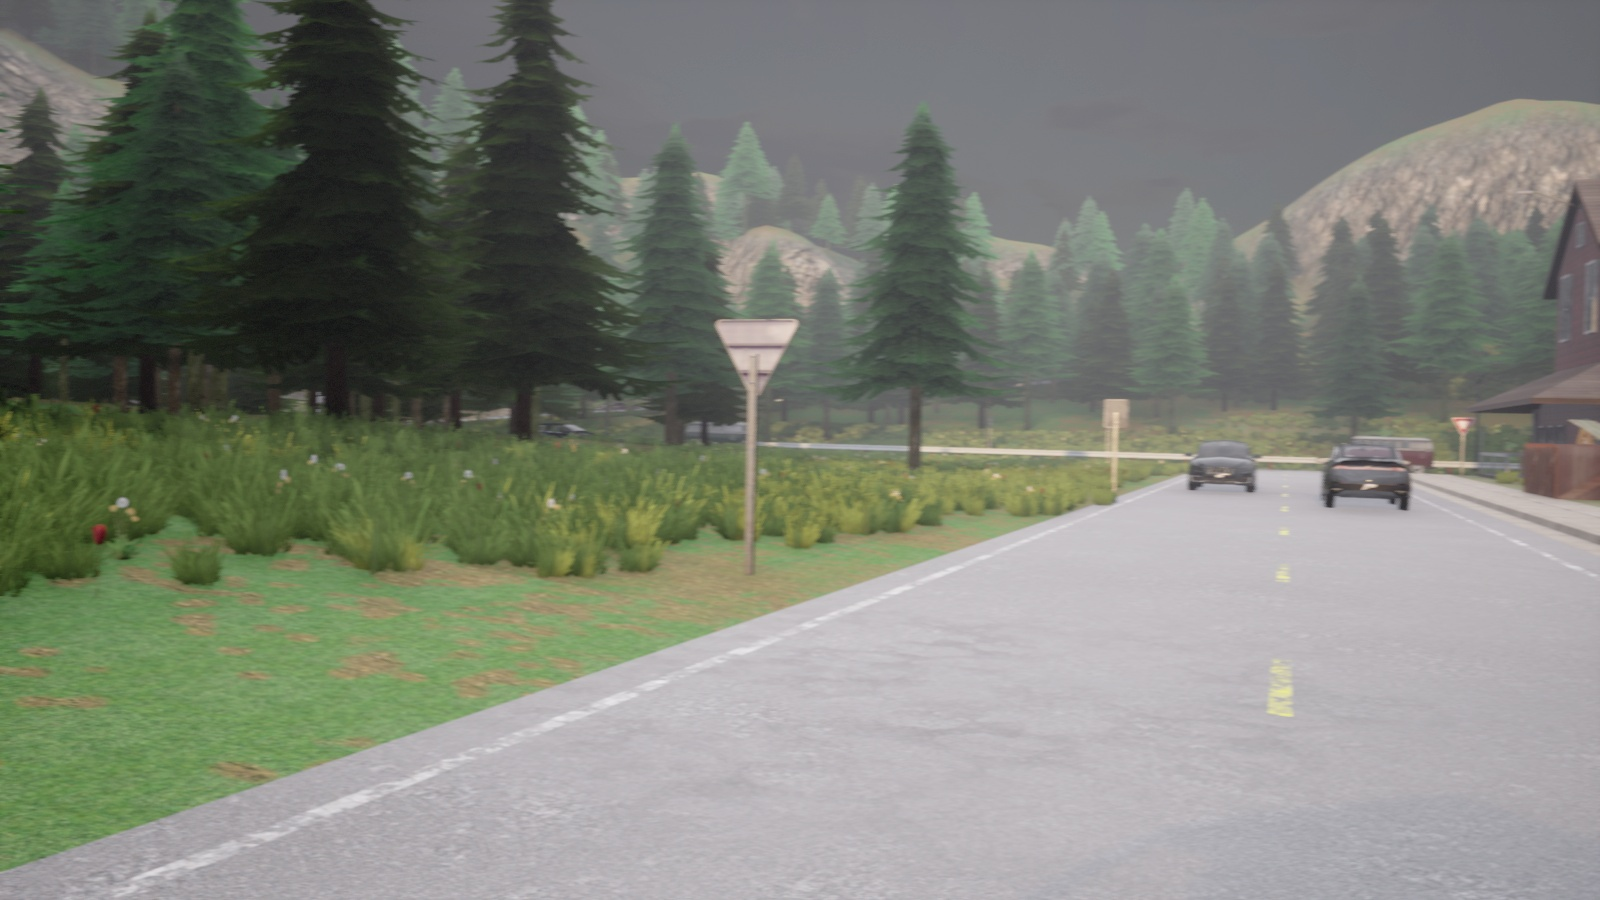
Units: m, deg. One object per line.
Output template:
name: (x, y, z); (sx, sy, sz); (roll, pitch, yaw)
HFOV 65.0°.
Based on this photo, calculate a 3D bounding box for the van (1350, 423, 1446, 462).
van: (31.517, -0.399, 66.297); (4.442, 1.987, 1.775); (1, 1, 21)

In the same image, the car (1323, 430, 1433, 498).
car: (13.862, 0.266, 30.383); (2.128, 1.511, 4.902); (0, 1, 21)

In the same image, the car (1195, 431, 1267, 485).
car: (13.056, 0.183, 37.895); (1.837, 1.490, 4.892); (0, 1, 21)

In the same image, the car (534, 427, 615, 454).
car: (-14.432, -0.630, 80.531); (4.611, 1.667, 2.242); (0, 1, 21)

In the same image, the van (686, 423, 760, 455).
van: (-4.930, -0.705, 80.566); (4.442, 1.987, 1.775); (0, 1, 21)
